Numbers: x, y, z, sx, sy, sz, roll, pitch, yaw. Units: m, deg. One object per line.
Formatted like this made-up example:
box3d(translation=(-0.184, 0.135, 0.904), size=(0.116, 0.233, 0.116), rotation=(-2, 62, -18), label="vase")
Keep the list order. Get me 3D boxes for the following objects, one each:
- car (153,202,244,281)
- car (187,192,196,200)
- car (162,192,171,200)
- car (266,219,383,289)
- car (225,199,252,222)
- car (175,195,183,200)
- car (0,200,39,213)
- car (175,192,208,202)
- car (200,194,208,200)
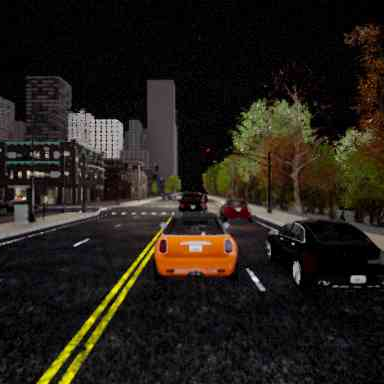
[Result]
box3d(translation=(0.090, 1.341, 9.961), size=(2.097, 1.767, 4.553), rotation=(0, 0, 0), label="car")
box3d(translation=(-0.087, 1.062, 87.220), size=(2.150, 2.045, 5.566), rotation=(0, 0, 0), label="car")
box3d(translation=(-6.587, 1.109, 86.548), size=(2.150, 2.045, 5.566), rotation=(0, 0, 0), label="car")
box3d(translation=(3.340, 1.493, 9.105), size=(1.837, 1.490, 4.892), rotation=(0, 0, 0), label="car")
box3d(translation=(3.325, 1.320, 25.998), size=(2.097, 1.767, 4.553), rotation=(0, 0, 0), label="car")
box3d(translation=(-3.337, 1.407, 86.582), size=(1.812, 1.442, 4.674), rotation=(0, 0, 0), label="car")
box3d(translation=(-19.992, 1.776, 38.403), size=(4.313, 1.339, 1.947), rotation=(-1, 1, 0), label="car")
box3d(translation=(0.076, 1.184, 25.849), size=(2.150, 2.045, 5.566), rotation=(0, -1, 0), label="car")
box3d(translation=(3.163, 1.375, 87.195), size=(2.033, 1.411, 5.357), rotation=(0, 0, 0), label="car")
